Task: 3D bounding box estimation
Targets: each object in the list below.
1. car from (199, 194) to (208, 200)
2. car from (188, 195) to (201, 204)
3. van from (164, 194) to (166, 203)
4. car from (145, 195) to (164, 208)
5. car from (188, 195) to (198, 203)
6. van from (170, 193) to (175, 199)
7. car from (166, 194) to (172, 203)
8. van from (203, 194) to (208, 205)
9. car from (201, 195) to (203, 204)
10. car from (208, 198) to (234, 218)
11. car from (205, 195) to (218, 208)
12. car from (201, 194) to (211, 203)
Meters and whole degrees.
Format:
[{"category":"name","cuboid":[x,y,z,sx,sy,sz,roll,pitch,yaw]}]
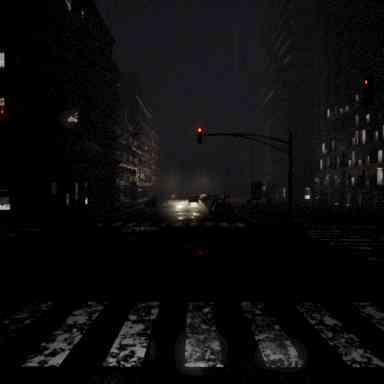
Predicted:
[{"category":"car","cuboid":[2.947,1.309,86.396,1.967,1.590,4.097,-1,0,0]},{"category":"car","cuboid":[0.287,1.433,60.856,1.837,1.490,4.892,0,0,0]},{"category":"van","cuboid":[-5.544,1.284,52.514,1.690,1.788,3.998,-1,0,0]},{"category":"car","cuboid":[-5.558,1.518,46.869,1.947,1.339,4.313,-1,0,0]},{"category":"car","cuboid":[0.243,1.424,71.058,2.128,1.511,4.902,0,0,0]},{"category":"van","cuboid":[-5.473,1.239,75.099,1.690,1.788,3.998,-1,0,0]},{"category":"car","cuboid":[-5.506,1.467,63.806,1.887,1.381,4.507,-1,0,0]},{"category":"van","cuboid":[2.787,1.293,46.876,1.690,1.788,3.998,-1,0,0]},{"category":"car","cuboid":[2.807,1.488,52.522,1.887,1.381,4.507,-1,0,0]},{"category":"car","cuboid":[2.737,1.520,29.938,1.887,1.381,4.507,-1,0,0]},{"category":"car","cuboid":[2.753,1.408,35.584,1.967,1.590,4.097,-1,0,0]},{"category":"car","cuboid":[2.864,1.351,69.459,1.967,1.590,4.097,-1,0,0]}]
